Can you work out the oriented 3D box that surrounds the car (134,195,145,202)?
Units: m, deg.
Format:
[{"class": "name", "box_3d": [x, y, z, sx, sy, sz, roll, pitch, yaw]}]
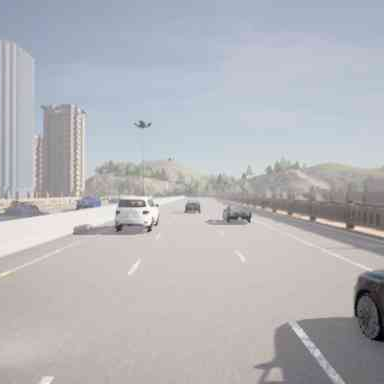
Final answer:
[{"class": "car", "box_3d": [-13.697, 1.642, 86.811, 2.097, 1.767, 4.553, 0, 0, 2]}]

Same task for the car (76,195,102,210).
[{"class": "car", "box_3d": [-14.073, 1.461, 45.891, 2.150, 2.045, 5.566, 0, -1, 0]}]

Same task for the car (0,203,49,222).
[{"class": "car", "box_3d": [-10.601, 1.653, 20.526, 2.033, 1.411, 5.357, 0, 0, 0]}]

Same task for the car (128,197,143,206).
[{"class": "car", "box_3d": [-10.525, 1.795, 61.822, 1.882, 1.535, 5.008, 0, 0, 1]}]

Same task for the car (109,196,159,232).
[{"class": "car", "box_3d": [-3.401, 1.331, 21.228, 2.150, 2.045, 5.566, 0, 0, 0]}]

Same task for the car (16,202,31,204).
[{"class": "car", "box_3d": [-17.591, 1.742, 34.725, 1.994, 1.385, 4.181, 0, 0, 0]}]

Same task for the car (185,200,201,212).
[{"class": "car", "box_3d": [0.097, 1.703, 41.191, 2.128, 1.511, 4.902, 0, 0, 0]}]

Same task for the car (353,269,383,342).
[{"class": "car", "box_3d": [3.599, 1.511, 3.635, 2.128, 1.511, 4.902, 0, 0, 0]}]

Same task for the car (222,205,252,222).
[{"class": "car", "box_3d": [3.598, 1.741, 27.283, 1.895, 1.301, 4.718, 0, 0, 0]}]
